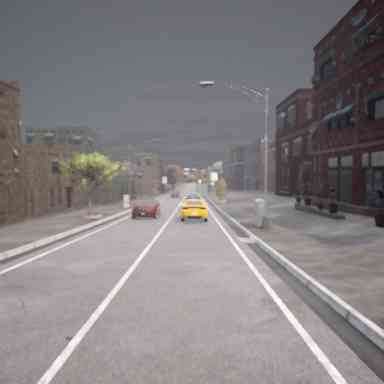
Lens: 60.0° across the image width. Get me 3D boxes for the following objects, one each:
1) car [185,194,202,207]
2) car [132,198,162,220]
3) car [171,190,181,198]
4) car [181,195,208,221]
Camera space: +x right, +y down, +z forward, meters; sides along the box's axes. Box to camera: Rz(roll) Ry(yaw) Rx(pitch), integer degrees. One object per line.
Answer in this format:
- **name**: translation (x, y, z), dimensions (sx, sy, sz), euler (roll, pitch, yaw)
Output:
- **car**: translation (0.160, 1.045, 42.053), dimensions (2.033, 1.411, 5.357), euler (0, 1, 1)
- **car**: translation (-3.530, 1.263, 26.431), dimensions (1.882, 1.535, 5.008), euler (0, 1, 0)
- **car**: translation (-3.297, 0.463, 67.333), dimensions (1.837, 1.490, 4.892), euler (0, 2, 0)
- **car**: translation (0.161, 1.282, 25.312), dimensions (1.882, 1.535, 5.008), euler (0, 1, 0)
